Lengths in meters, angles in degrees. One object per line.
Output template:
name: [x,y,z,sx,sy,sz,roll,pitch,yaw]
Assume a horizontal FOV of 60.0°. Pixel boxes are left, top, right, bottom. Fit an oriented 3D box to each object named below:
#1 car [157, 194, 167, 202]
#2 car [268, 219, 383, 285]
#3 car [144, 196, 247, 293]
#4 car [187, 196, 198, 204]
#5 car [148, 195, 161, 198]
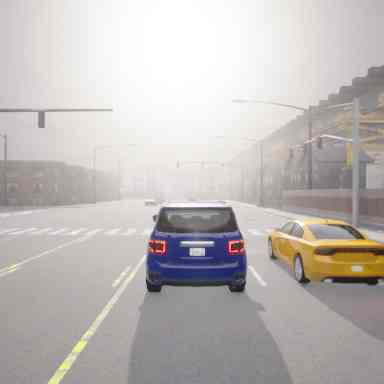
car: [-6.985,1.441,77.884,2.097,1.767,4.553,0,0,0]
car: [3.566,1.502,9.648,1.882,1.535,5.008,0,0,0]
car: [0.066,1.236,9.015,2.150,2.045,5.566,0,0,-1]
car: [0.114,1.641,69.333,2.033,1.411,5.357,0,0,0]
car: [-7.062,1.606,57.953,2.033,1.411,5.357,0,0,0]
